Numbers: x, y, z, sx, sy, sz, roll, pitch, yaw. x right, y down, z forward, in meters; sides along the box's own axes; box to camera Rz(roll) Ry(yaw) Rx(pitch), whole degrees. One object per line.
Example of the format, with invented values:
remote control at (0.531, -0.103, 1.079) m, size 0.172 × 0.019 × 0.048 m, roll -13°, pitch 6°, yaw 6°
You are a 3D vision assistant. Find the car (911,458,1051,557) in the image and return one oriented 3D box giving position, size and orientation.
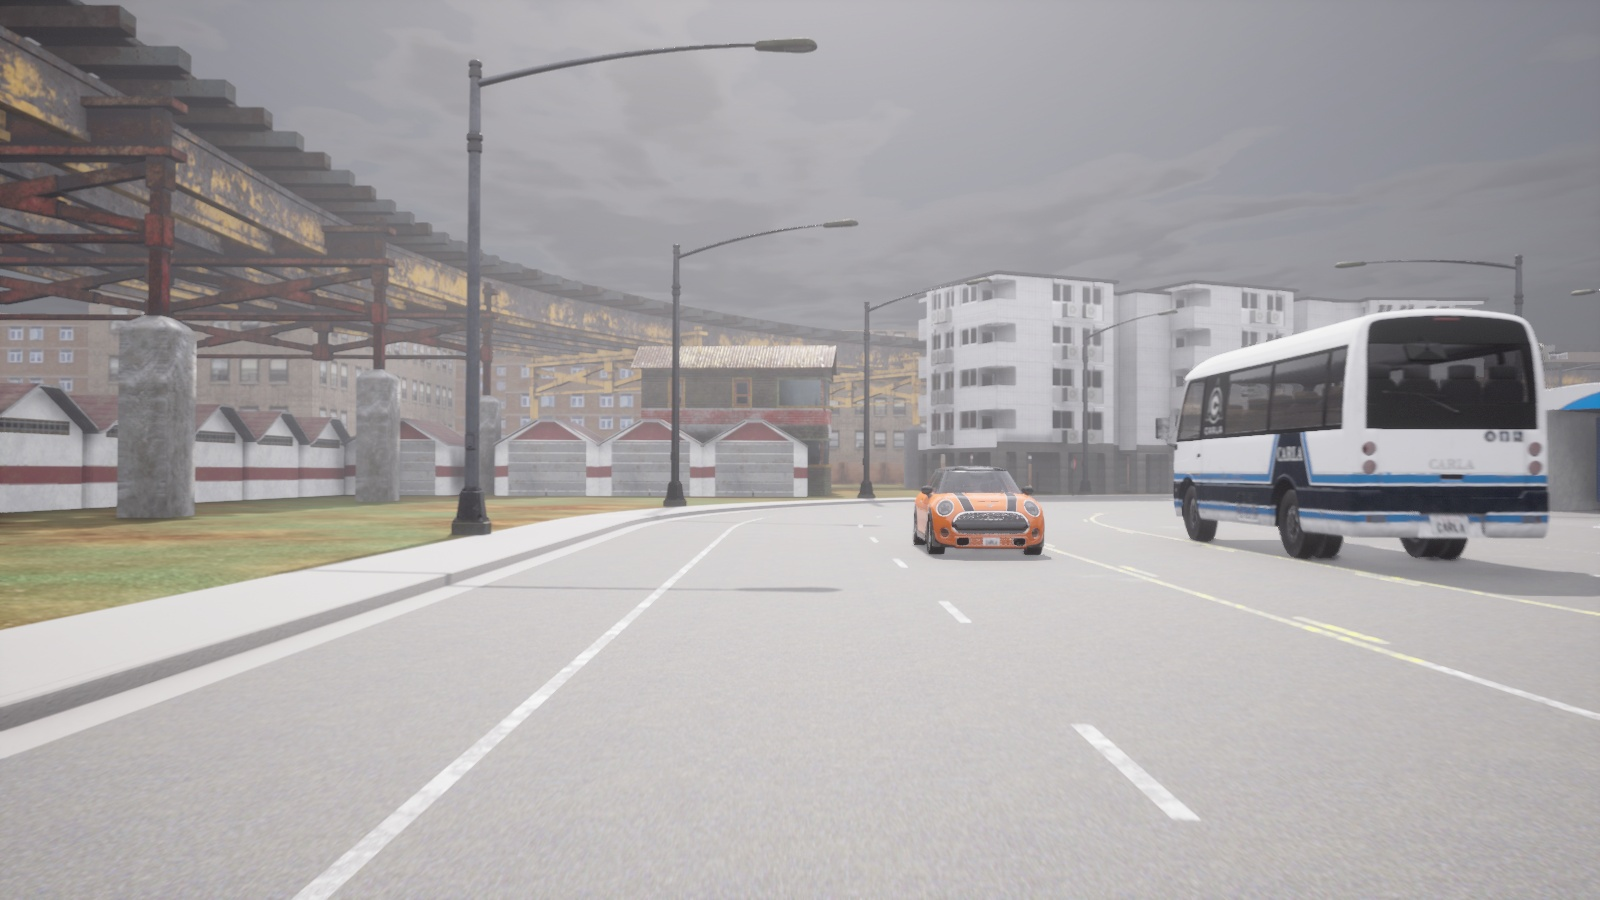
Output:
car at (3.447, 1.074, 24.781) m, size 2.097 × 1.767 × 4.553 m, roll 0°, pitch -1°, yaw 0°

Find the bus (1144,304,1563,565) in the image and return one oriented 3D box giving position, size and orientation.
bus at (10.440, -0.175, 25.640) m, size 3.944 × 4.253 × 10.273 m, roll 0°, pitch -1°, yaw 0°
